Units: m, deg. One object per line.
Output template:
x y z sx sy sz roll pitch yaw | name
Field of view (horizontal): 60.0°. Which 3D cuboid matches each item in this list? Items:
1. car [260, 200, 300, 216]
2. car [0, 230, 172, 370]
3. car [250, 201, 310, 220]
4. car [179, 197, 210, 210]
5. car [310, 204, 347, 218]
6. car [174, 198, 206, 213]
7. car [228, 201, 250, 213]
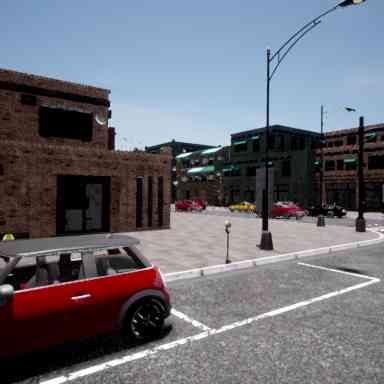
9.773 1.739 37.222 1.967 1.590 4.097 0 -1 -35 | car
-2.409 1.440 4.826 4.097 1.590 1.967 0 1 -36 | car
7.798 1.687 29.925 1.812 1.442 4.674 1 -1 -35 | car
0.277 1.773 50.893 2.192 1.841 5.009 0 -1 -35 | car
12.938 1.812 32.664 1.947 1.339 4.313 0 -1 -35 | car
-0.499 1.826 41.872 1.812 1.442 4.674 1 -1 -35 | car
6.510 1.879 41.917 1.752 1.417 4.829 0 -1 -35 | car
